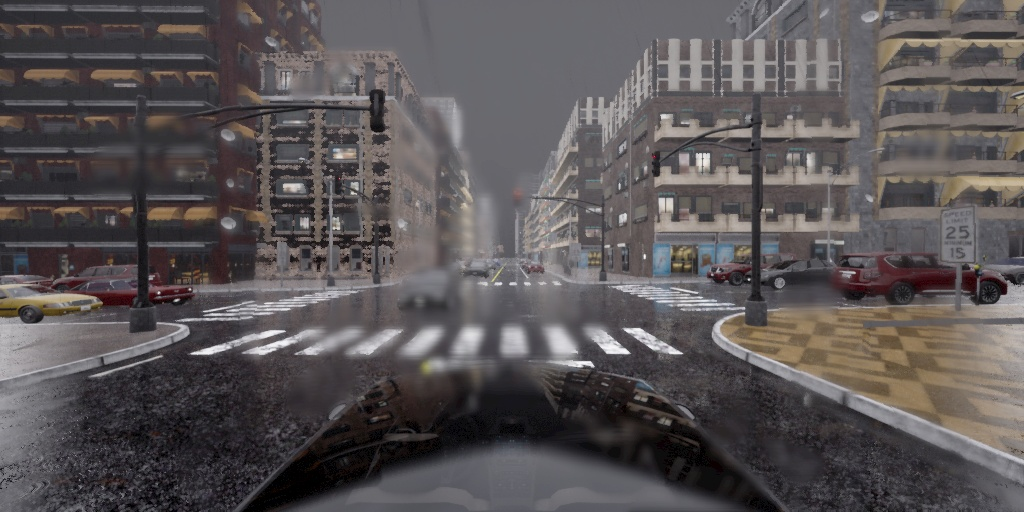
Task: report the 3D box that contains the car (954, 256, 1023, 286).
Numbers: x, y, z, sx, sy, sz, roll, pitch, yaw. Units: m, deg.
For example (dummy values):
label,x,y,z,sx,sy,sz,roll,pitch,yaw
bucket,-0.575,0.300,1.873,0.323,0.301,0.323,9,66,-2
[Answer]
label,x,y,z,sx,sy,sz,roll,pitch,yaw
car,27.482,0.754,19.092,5.357,1.411,2.033,-1,0,-1

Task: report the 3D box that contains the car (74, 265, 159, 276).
label,x,y,z,sx,sy,sz,roll,pitch,yaw
car,-23.640,1.462,21.095,5.009,1.841,2.192,0,0,-1

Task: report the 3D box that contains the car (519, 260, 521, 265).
label,x,y,z,sx,sy,sz,roll,pitch,yaw
car,2.570,1.348,57.913,1.802,1.307,4.207,0,0,0

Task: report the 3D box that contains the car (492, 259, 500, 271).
label,x,y,z,sx,sy,sz,roll,pitch,yaw
car,-3.199,1.253,50.218,2.128,1.511,4.902,0,0,0

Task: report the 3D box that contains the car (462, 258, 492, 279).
label,x,y,z,sx,sy,sz,roll,pitch,yaw
car,-3.161,1.233,33.317,1.882,1.535,5.008,0,0,0

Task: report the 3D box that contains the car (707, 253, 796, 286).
label,x,y,z,sx,sy,sz,roll,pitch,yaw
car,14.533,0.759,21.543,5.009,1.841,2.192,0,0,-1

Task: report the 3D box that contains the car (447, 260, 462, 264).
label,x,y,z,sx,sy,sz,roll,pitch,yaw
car,-5.762,1.322,35.163,1.948,1.339,4.313,0,0,0

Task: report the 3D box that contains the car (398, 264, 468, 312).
label,x,y,z,sx,sy,sz,roll,pitch,yaw
car,-3.154,1.291,14.663,1.837,1.490,4.892,-1,0,0

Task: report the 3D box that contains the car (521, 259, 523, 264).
label,x,y,z,sx,sy,sz,roll,pitch,yaw
car,2.594,1.200,46.548,1.967,1.591,4.097,0,0,0

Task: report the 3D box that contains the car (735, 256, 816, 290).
label,x,y,z,sx,sy,sz,roll,pitch,yaw
car,14.934,0.947,18.956,4.892,1.490,1.837,-1,0,-1

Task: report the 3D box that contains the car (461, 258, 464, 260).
label,x,y,z,sx,sy,sz,roll,pitch,yaw
car,-5.774,1.283,40.676,1.751,1.417,4.829,0,0,0

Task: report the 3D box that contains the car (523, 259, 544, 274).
label,x,y,z,sx,sy,sz,roll,pitch,yaw
car,2.606,1.198,40.866,1.967,1.591,4.097,0,0,0

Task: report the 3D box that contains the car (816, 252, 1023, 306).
label,x,y,z,sx,sy,sz,roll,pitch,yaw
car,14.686,0.775,13.164,5.009,1.841,2.192,0,0,-1

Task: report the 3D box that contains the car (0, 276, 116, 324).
label,x,y,z,sx,sy,sz,roll,pitch,yaw
car,-17.654,1.585,12.812,4.829,1.417,1.751,0,0,-1

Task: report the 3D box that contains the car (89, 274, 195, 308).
label,x,y,z,sx,sy,sz,roll,pitch,yaw
car,-16.630,1.633,15.408,4.718,1.301,1.895,-1,0,0
